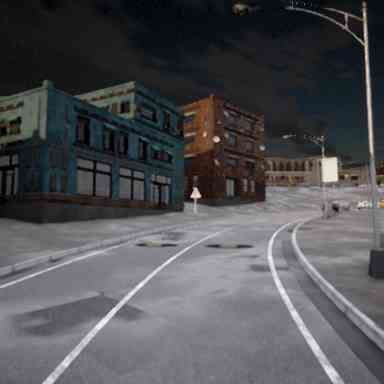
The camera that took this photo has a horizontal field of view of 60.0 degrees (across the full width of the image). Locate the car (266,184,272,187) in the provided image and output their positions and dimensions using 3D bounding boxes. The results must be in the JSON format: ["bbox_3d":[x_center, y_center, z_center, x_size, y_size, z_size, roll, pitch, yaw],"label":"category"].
[{"bbox_3d":[17.357,-1.538,82.241,4.553,1.767,2.185,0,-5,-4],"label":"car"}]

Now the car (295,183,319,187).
[{"bbox_3d":[28.269,-1.432,83.050,4.892,1.521,2.231,0,-5,-4],"label":"car"}]

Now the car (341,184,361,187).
[{"bbox_3d":[39.296,-1.357,83.992,4.674,1.452,2.002,0,-5,-6],"label":"car"}]

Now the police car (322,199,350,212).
[{"bbox_3d":[18.056,1.727,41.514,5.238,1.638,1.930,0,-4,-45],"label":"police car"}]

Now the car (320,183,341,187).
[{"bbox_3d":[33.773,-1.428,83.471,4.892,1.521,2.231,0,-5,-4],"label":"car"}]

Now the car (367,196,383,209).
[{"bbox_3d":[32.944,1.805,56.977,5.566,2.045,2.150,0,-5,-25],"label":"car"}]

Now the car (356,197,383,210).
[{"bbox_3d":[25.316,1.808,47.542,4.674,1.442,1.812,0,-4,-35],"label":"car"}]
